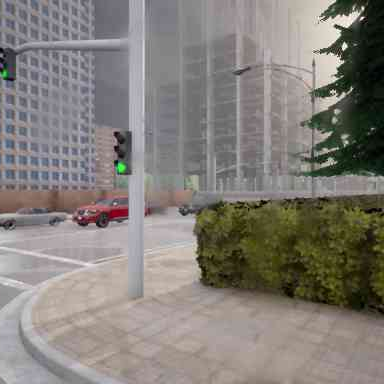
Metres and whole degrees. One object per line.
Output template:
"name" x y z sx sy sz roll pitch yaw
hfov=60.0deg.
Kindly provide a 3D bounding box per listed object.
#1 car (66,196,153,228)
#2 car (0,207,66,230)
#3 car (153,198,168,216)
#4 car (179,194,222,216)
"car" -5.523 1.277 23.188 2.150 2.045 5.566 0 0 33
"car" -10.765 1.656 21.823 1.895 1.301 4.718 0 0 36
"car" -4.320 1.409 30.872 2.097 1.767 4.553 0 0 36
"car" 1.039 1.272 32.347 2.150 2.045 5.566 0 1 36
